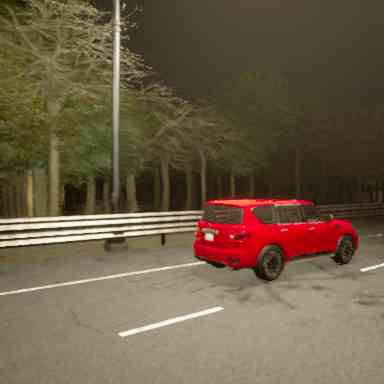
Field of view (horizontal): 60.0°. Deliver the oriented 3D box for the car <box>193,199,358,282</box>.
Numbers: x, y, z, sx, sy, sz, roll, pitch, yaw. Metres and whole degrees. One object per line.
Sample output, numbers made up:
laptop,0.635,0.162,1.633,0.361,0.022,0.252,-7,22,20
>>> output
car,2.654,1.215,9.977,5.566,2.045,2.150,-1,0,-35
